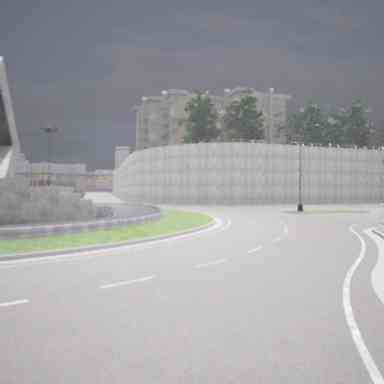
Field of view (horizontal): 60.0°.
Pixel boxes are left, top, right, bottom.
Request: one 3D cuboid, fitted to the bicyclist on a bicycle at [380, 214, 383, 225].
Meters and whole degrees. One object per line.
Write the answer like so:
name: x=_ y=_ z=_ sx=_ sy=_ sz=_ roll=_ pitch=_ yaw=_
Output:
bicyclist on a bicycle: x=12.293 y=1.239 z=20.146 sx=1.656 sy=1.620 sz=0.582 roll=0 pitch=0 yaw=41
